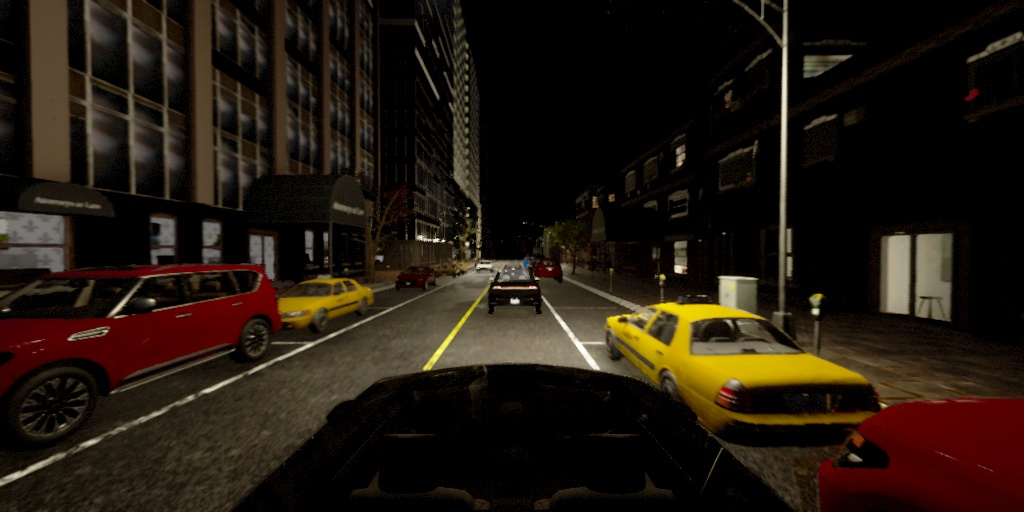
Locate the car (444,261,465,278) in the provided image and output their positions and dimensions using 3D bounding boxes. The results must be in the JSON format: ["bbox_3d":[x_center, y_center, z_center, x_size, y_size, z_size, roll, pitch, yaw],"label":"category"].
[{"bbox_3d":[-5.711,1.255,32.852,1.751,1.417,4.829,0,0,0],"label":"car"}]

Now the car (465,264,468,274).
[{"bbox_3d":[-5.714,1.251,38.386,1.751,1.417,4.829,0,0,0],"label":"car"}]

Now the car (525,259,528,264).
[{"bbox_3d":[2.667,1.291,38.549,1.948,1.339,4.313,0,0,0],"label":"car"}]

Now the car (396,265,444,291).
[{"bbox_3d":[-5.704,1.282,21.952,1.888,1.381,4.507,0,0,0],"label":"car"}]

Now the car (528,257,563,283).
[{"bbox_3d":[2.674,1.048,27.481,2.192,1.841,5.009,0,0,0],"label":"car"}]

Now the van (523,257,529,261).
[{"bbox_3d":[2.658,1.055,55.152,1.690,1.789,3.998,0,0,0],"label":"van"}]

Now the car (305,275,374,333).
[{"bbox_3d":[-5.698,1.269,10.713,1.751,1.417,4.829,0,0,0],"label":"car"}]

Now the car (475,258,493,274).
[{"bbox_3d":[-3.070,1.249,41.380,1.812,1.442,4.674,0,0,0],"label":"car"}]

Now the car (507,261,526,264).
[{"bbox_3d":[0.081,1.329,34.550,1.895,1.301,4.718,0,0,0],"label":"car"}]

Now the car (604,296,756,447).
[{"bbox_3d":[2.686,1.273,5.512,1.751,1.417,4.829,0,0,0],"label":"car"}]

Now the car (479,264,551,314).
[{"bbox_3d":[0.092,1.233,13.775,2.128,1.511,4.902,0,0,0],"label":"car"}]

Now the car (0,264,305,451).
[{"bbox_3d":[-5.694,1.062,5.347,2.192,1.841,5.009,0,0,0],"label":"car"}]
